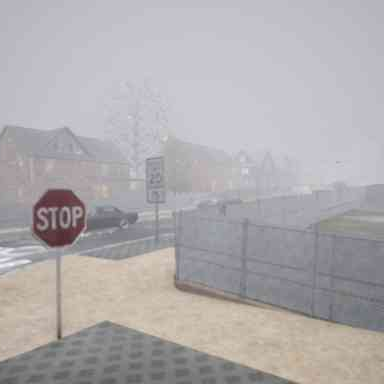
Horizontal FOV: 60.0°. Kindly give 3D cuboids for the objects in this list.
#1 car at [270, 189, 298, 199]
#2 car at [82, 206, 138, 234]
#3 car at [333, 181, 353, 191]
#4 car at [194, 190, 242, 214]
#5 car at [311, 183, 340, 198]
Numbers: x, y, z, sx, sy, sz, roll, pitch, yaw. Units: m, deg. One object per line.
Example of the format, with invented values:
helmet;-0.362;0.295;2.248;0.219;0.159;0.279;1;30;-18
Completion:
car;10.227;0.419;36.968;1.994;1.385;4.181;-2;1;37
car;-4.973;1.383;16.394;1.895;1.301;4.718;-2;1;38
car;21.584;-0.532;47.644;2.150;2.045;5.566;-2;1;36
car;2.056;0.704;25.893;2.097;1.767;4.553;-2;1;36
car;15.694;0.068;39.551;1.882;1.535;5.008;-2;1;37
